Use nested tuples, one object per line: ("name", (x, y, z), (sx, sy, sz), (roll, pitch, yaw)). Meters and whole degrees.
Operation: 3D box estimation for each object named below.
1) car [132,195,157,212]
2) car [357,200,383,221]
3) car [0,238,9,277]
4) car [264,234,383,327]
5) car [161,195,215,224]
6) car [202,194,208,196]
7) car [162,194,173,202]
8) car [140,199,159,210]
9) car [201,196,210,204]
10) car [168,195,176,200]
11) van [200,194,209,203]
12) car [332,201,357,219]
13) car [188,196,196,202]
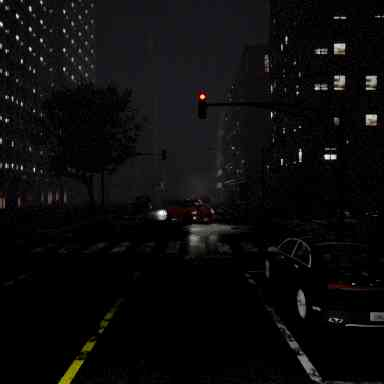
("car", (-5.706, 1.336, 39.335), (2.192, 1.841, 5.009), (0, 0, 0))
("car", (14.931, 1.283, 23.796), (4.892, 1.490, 1.837), (-1, 0, -1))
("car", (-5.694, 1.545, 6.947), (1.887, 1.381, 4.507), (0, 0, 0))
("car", (2.686, 1.551, 6.950), (2.008, 1.369, 4.403), (0, 0, 0))
("car", (-0.197, 1.361, 25.258), (2.097, 1.767, 4.553), (0, 0, -32))
("car", (2.668, 1.611, 61.429), (1.947, 1.339, 4.313), (0, 0, 0))
("car", (-5.719, 1.386, 77.995), (2.192, 1.841, 5.009), (0, 0, 0))
("car", (-5.707, 1.592, 44.858), (1.947, 1.339, 4.313), (0, 0, 0))
("car", (2.666, 1.578, 67.122), (1.752, 1.417, 4.829), (0, 0, 0))
("car", (-5.724, 1.654, 94.564), (2.008, 1.369, 4.403), (0, 0, 0))
("van", (2.664, 1.402, 72.475), (1.690, 1.788, 3.998), (0, 0, 0))
("car", (13.416, 1.350, 26.359), (4.403, 1.369, 2.008), (-1, 1, -1))
("car", (-0.027, 1.668, 78.942), (1.895, 1.301, 4.718), (0, 0, 0))
